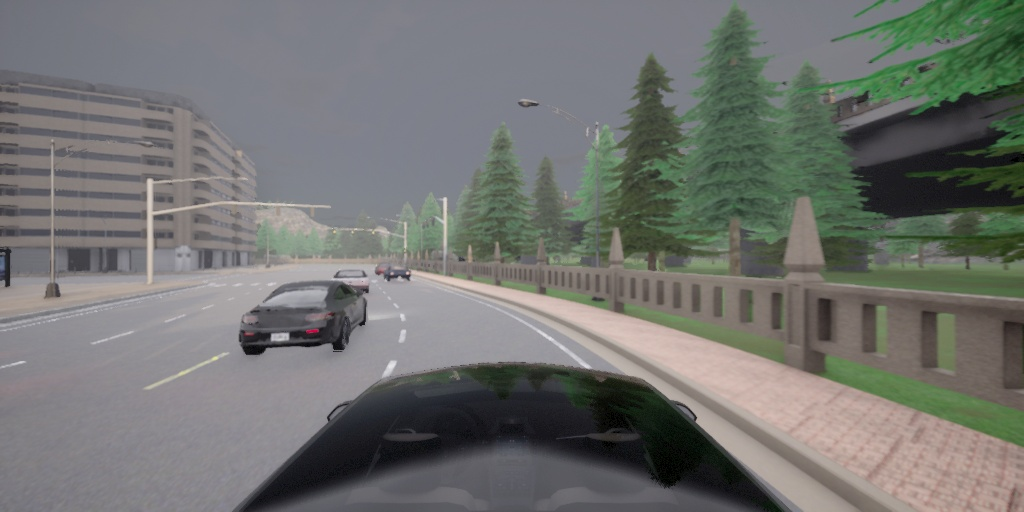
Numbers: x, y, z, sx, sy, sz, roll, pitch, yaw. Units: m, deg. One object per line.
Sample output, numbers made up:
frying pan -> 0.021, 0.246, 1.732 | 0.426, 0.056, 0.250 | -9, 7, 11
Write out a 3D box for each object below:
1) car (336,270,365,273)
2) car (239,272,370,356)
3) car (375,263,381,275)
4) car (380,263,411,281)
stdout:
car -> -9.232, 1.428, 20.588 | 1.895, 1.301, 4.718 | 0, 0, -23
car -> -4.765, 1.310, 8.753 | 1.812, 1.442, 4.674 | 0, 0, -14
car -> -14.817, 1.461, 41.777 | 1.994, 1.385, 4.181 | 0, 0, -24
car -> -10.015, 1.453, 31.088 | 1.895, 1.301, 4.718 | 0, 0, -24
